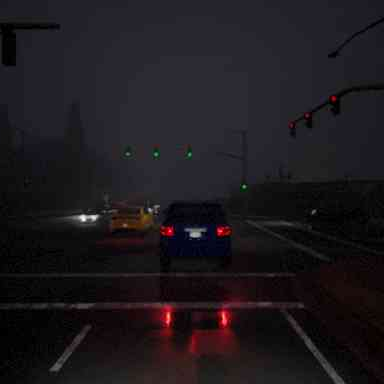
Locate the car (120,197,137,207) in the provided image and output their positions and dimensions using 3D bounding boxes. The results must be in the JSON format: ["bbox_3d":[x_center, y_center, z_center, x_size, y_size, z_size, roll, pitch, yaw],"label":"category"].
[{"bbox_3d":[-10.504,1.651,55.416,1.882,1.535,5.008,0,0,1],"label":"car"}]

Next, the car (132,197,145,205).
[{"bbox_3d":[-10.482,1.731,65.670,1.812,1.442,4.674,0,0,0],"label":"car"}]

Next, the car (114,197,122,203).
[{"bbox_3d":[-10.566,1.497,46.147,2.097,1.767,4.553,0,0,0],"label":"car"}]

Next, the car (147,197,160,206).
[{"bbox_3d":[-6.983,1.715,60.420,1.812,1.442,4.674,0,0,0],"label":"car"}]

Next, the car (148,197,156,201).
[{"bbox_3d":[-7.050,1.510,50.422,2.097,1.767,4.553,0,0,0],"label":"car"}]

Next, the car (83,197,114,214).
[{"bbox_3d":[-10.586,1.607,36.935,2.128,1.511,4.902,0,0,0],"label":"car"}]

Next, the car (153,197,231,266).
[{"bbox_3d":[0.101,1.260,11.825,2.150,2.045,5.566,0,0,0],"label":"car"}]

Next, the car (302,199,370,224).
[{"bbox_3d":[10.654,1.430,24.825,4.553,1.767,2.097,0,0,-1],"label":"car"}]

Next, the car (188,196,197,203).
[{"bbox_3d":[0.022,1.783,77.736,2.033,1.411,5.357,0,0,0],"label":"car"}]

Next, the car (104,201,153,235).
[{"bbox_3d":[-3.393,1.539,19.370,1.882,1.535,5.008,0,0,0],"label":"car"}]

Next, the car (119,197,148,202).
[{"bbox_3d":[-7.084,1.676,40.941,2.033,1.411,5.357,0,0,0],"label":"car"}]
